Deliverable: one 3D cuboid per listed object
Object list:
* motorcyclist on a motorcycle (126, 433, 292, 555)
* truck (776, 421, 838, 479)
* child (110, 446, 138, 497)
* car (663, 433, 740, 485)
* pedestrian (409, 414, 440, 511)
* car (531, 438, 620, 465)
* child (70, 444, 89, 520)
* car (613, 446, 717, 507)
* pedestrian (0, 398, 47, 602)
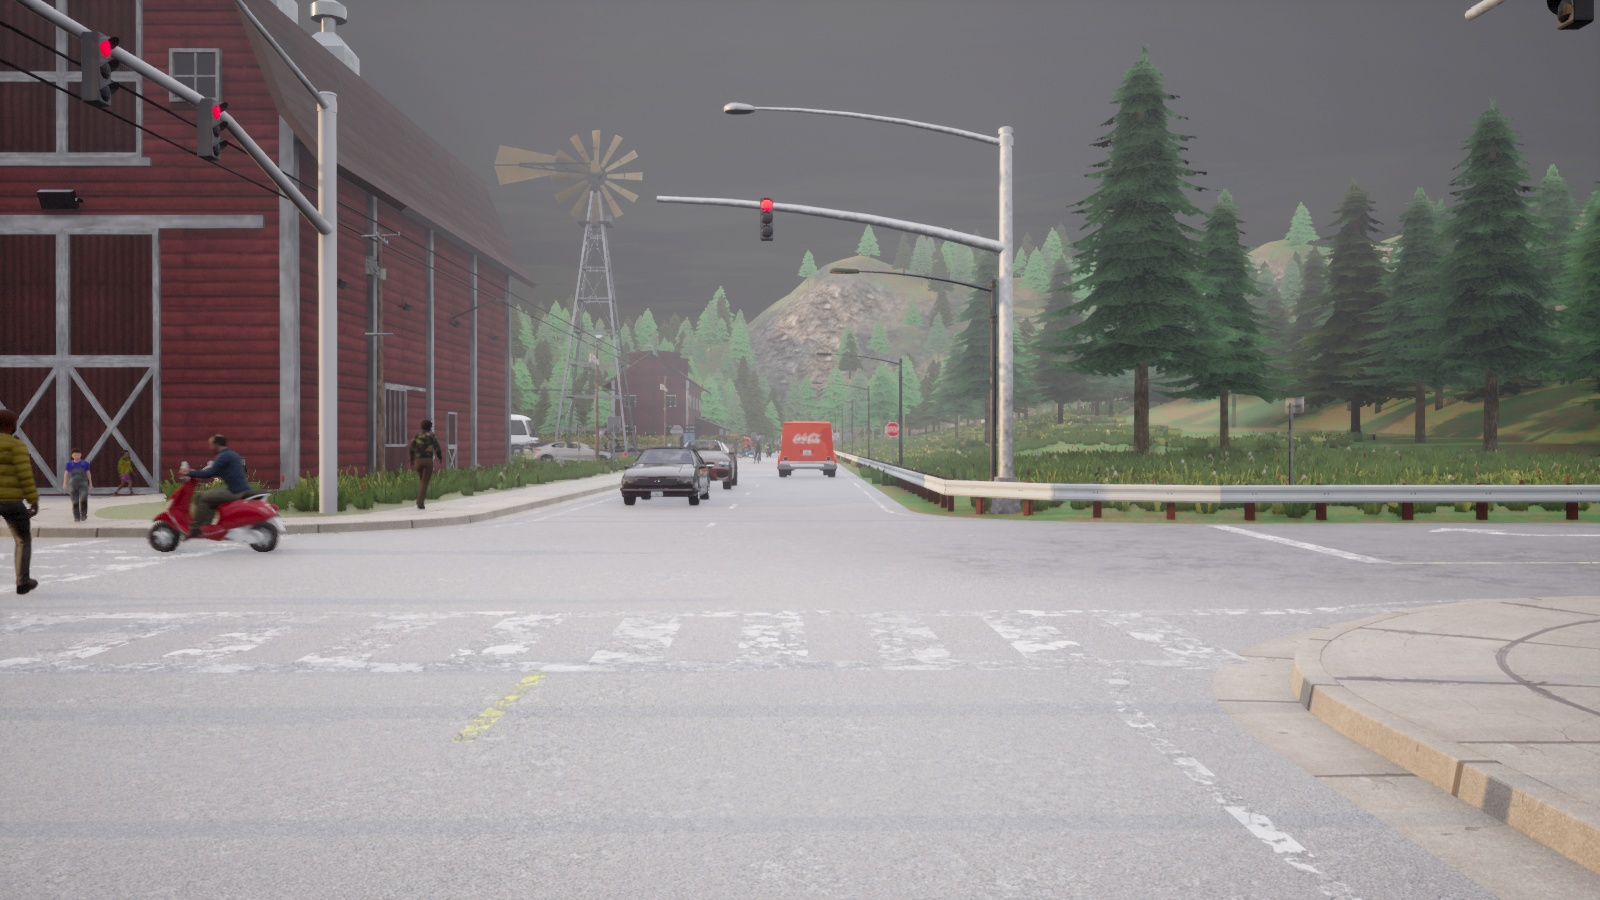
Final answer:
[{"bbox_3d":[-7.878,0.574,16.800,1.817,1.590,0.866,0,0,-1],"label":"motorcyclist on a motorcycle"},{"bbox_3d":[0.325,-0.045,56.287,2.627,2.467,5.204,0,1,0],"label":"truck"},{"bbox_3d":[-15.477,0.497,28.735,0.473,1.160,0.299,0,0,4],"label":"child"},{"bbox_3d":[-3.251,0.283,42.350,2.152,1.651,5.027,0,0,0],"label":"car"},{"bbox_3d":[-7.605,0.252,25.453,0.395,1.930,0.692,0,0,2],"label":"pedestrian"},{"bbox_3d":[-13.555,0.085,76.124,5.027,1.651,2.152,0,0,-1],"label":"car"},{"bbox_3d":[-12.123,0.523,21.126,0.270,1.263,0.437,0,0,-30],"label":"child"},{"bbox_3d":[-3.308,0.611,31.870,2.033,1.411,5.357,0,0,0],"label":"car"},{"bbox_3d":[-7.387,0.450,11.674,0.370,1.835,0.726,0,0,-4],"label":"pedestrian"}]
